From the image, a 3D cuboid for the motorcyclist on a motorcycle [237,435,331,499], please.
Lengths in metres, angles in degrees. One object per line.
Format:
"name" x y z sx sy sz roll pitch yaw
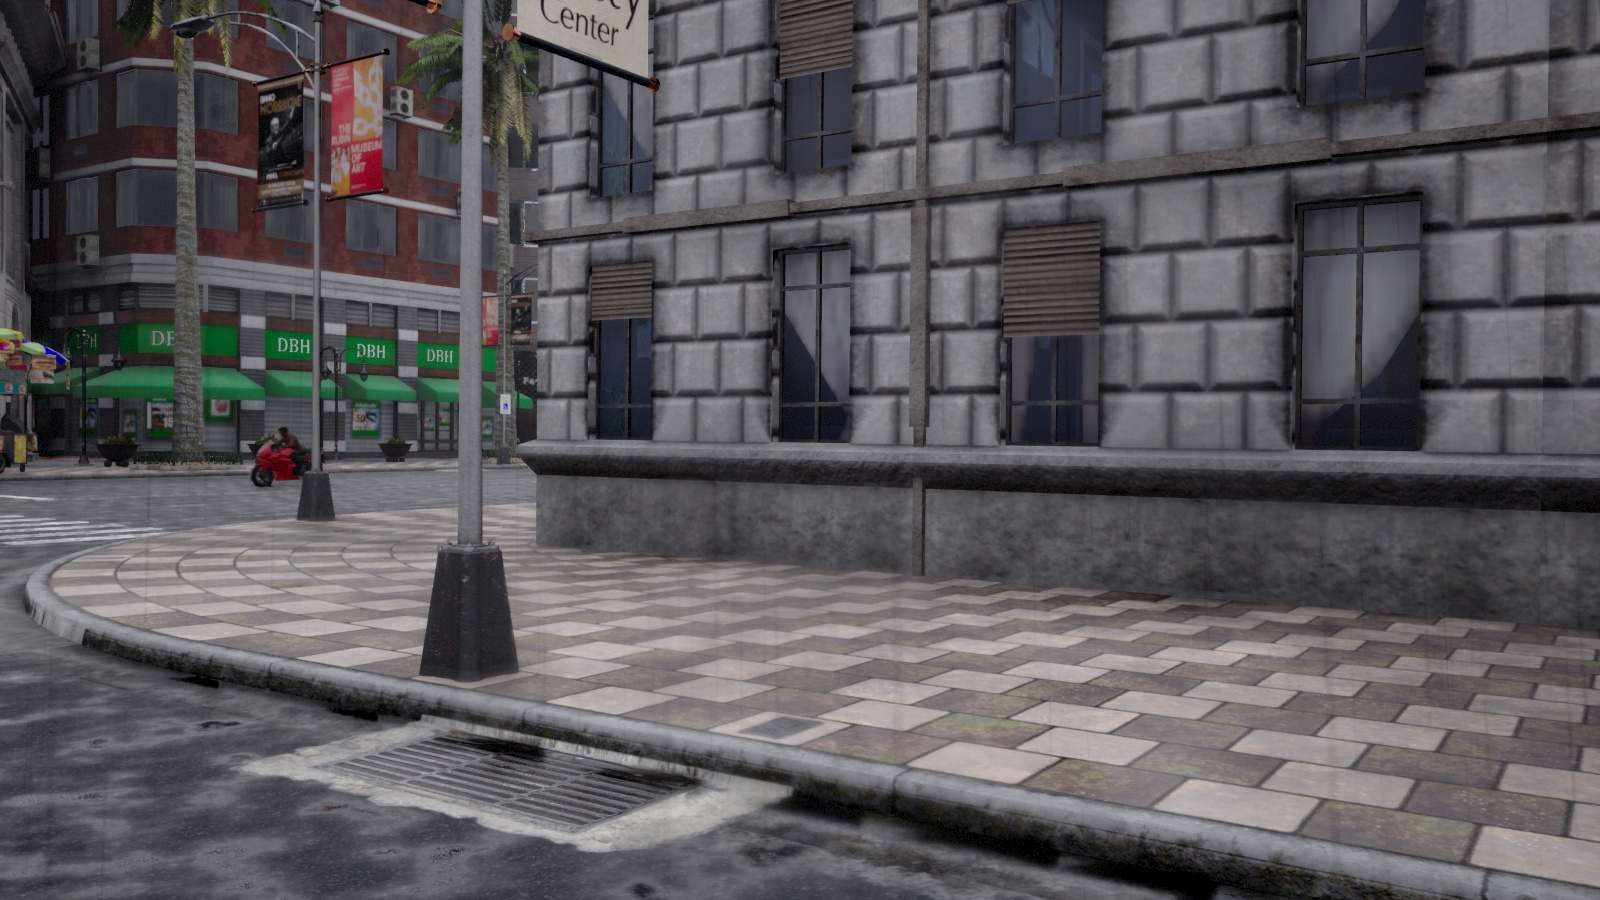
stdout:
"motorcyclist on a motorcycle" -12.824 0.402 31.287 0.797 1.523 2.044 0 1 34
